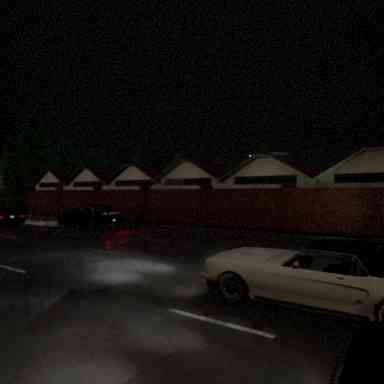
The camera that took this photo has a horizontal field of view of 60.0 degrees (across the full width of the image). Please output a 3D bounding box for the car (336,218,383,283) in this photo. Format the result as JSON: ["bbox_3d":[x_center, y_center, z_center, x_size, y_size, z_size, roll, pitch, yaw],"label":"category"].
[{"bbox_3d":[6.244,1.524,8.209,4.674,1.442,1.812,0,0,35],"label":"car"}]

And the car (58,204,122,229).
[{"bbox_3d":[-6.721,1.519,21.634,4.902,1.511,2.128,0,0,35],"label":"car"}]

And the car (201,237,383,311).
[{"bbox_3d":[2.547,1.603,6.533,4.718,1.301,1.895,0,0,35],"label":"car"}]

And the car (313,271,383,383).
[{"bbox_3d":[3.254,1.598,1.752,4.718,1.301,1.895,0,0,35],"label":"car"}]

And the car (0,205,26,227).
[{"bbox_3d":[-13.053,1.583,21.816,5.357,1.411,2.033,0,0,35],"label":"car"}]
